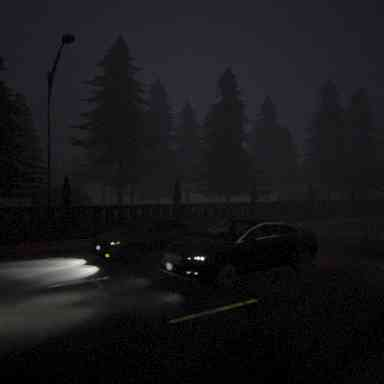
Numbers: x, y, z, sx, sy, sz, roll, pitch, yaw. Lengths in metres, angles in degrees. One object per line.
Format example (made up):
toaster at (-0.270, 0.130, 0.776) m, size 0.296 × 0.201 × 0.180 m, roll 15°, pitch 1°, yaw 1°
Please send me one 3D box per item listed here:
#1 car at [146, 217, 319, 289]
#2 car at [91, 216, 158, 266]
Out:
car at (1.481, 1.497, 9.262) m, size 4.902 × 1.511 × 2.128 m, roll 0°, pitch 0°, yaw -35°
car at (-1.300, 1.569, 11.597) m, size 4.181 × 1.385 × 1.994 m, roll 0°, pitch 0°, yaw -34°
